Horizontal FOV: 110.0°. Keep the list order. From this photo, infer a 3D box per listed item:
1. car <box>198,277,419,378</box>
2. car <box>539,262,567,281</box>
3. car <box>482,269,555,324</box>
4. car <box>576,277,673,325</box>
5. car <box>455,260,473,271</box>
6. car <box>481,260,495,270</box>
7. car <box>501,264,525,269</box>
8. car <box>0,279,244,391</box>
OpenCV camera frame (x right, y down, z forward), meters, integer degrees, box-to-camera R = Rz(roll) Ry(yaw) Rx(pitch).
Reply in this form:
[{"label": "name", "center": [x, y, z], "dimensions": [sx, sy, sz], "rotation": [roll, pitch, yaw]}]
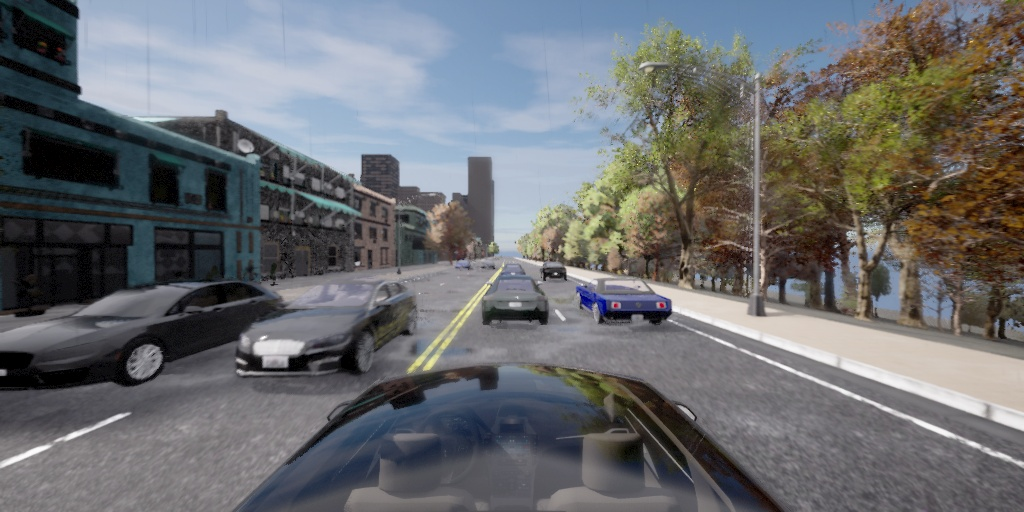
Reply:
[{"label": "car", "center": [-3.354, 1.236, 7.534], "dimensions": [2.128, 1.511, 4.902], "rotation": [0, 0, 0]}, {"label": "car", "center": [3.337, 1.200, 29.765], "dimensions": [1.882, 1.535, 5.008], "rotation": [0, 0, 0]}, {"label": "car", "center": [0.095, 1.304, 11.882], "dimensions": [1.994, 1.385, 4.181], "rotation": [0, 0, 0]}, {"label": "car", "center": [3.344, 1.341, 11.768], "dimensions": [1.895, 1.301, 4.718], "rotation": [0, 0, 0]}, {"label": "car", "center": [-6.595, 1.227, 49.251], "dimensions": [1.812, 1.442, 4.674], "rotation": [0, 0, 0]}, {"label": "car", "center": [-3.339, 1.226, 50.705], "dimensions": [1.812, 1.442, 4.674], "rotation": [0, 0, 0]}, {"label": "car", "center": [0.087, 1.287, 28.955], "dimensions": [1.994, 1.385, 4.181], "rotation": [0, 0, 0]}, {"label": "car", "center": [-6.603, 1.250, 7.046], "dimensions": [1.837, 1.490, 4.892], "rotation": [0, 0, 0]}]
